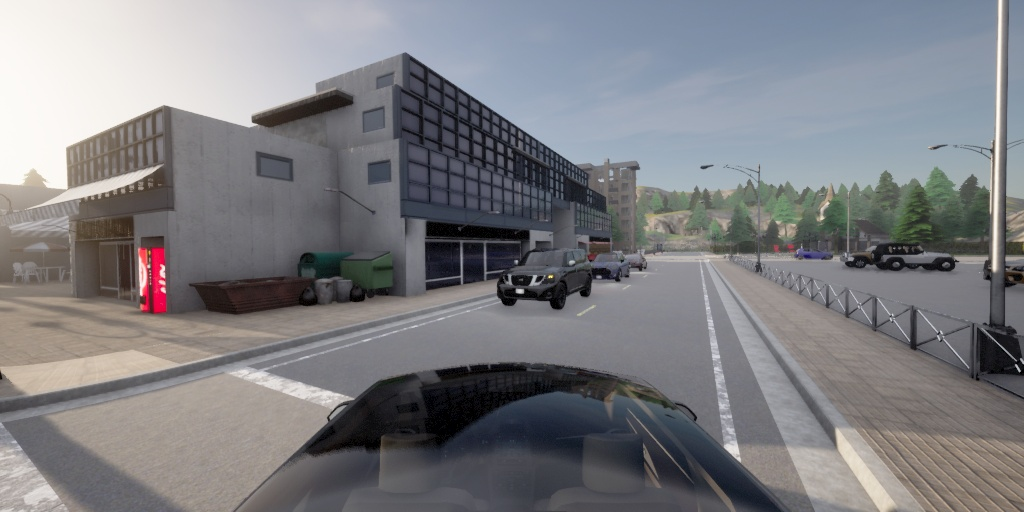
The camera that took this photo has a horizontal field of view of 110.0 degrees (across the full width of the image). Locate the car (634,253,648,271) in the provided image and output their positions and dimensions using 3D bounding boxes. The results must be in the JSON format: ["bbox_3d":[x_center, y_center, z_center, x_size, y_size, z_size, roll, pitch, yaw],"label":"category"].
[{"bbox_3d":[10.759,0.494,31.723,1.812,1.442,4.674,0,1,28],"label":"car"}]

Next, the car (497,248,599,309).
[{"bbox_3d":[1.517,0.705,13.909,2.150,2.045,5.566,0,1,27],"label":"car"}]

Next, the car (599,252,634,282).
[{"bbox_3d":[6.044,0.583,22.641,2.097,1.767,4.553,0,1,27],"label":"car"}]
